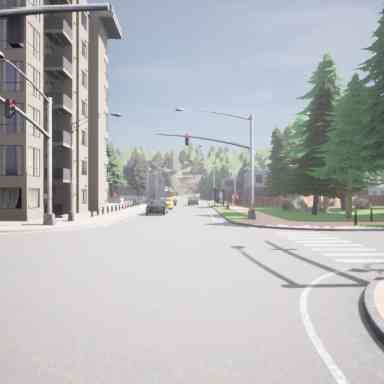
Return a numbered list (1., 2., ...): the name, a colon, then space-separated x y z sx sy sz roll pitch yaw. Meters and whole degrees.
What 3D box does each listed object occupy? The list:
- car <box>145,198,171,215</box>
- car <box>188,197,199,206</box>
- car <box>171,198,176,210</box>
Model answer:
1. car: -3.489 1.478 33.508 1.882 1.535 5.008 0 0 0
2. car: 0.185 1.547 55.689 2.033 1.411 5.357 0 0 0
3. car: -3.447 1.478 43.469 1.882 1.535 5.008 0 0 0
